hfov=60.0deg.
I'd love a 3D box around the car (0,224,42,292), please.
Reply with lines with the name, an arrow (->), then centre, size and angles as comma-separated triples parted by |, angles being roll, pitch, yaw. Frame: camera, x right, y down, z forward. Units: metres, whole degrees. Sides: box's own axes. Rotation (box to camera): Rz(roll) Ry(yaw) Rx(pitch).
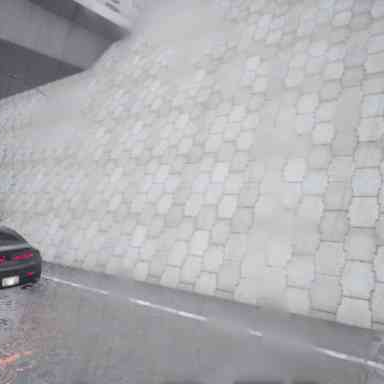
car -> -5.514, 1.493, 7.926 | 4.892, 1.490, 1.837 | 0, 0, 36
